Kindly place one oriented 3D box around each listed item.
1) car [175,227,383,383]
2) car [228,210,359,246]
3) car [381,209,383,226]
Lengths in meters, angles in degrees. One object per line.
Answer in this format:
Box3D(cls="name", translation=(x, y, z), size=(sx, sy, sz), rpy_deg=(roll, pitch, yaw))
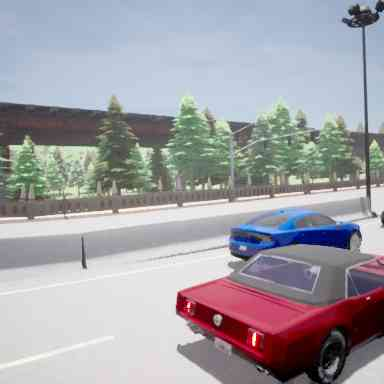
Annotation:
Box3D(cls="car", translation=(2.176, 1.538, 5.322), size=(4.718, 1.301, 1.895), rpy_deg=(-2, 1, -36))
Box3D(cls="car", translation=(3.387, 1.291, 10.506), size=(5.008, 1.535, 1.882), rpy_deg=(-3, 1, -36))
Box3D(cls="car", translation=(10.847, 0.877, 15.882), size=(4.181, 1.385, 1.994), rpy_deg=(-4, 2, -36))
